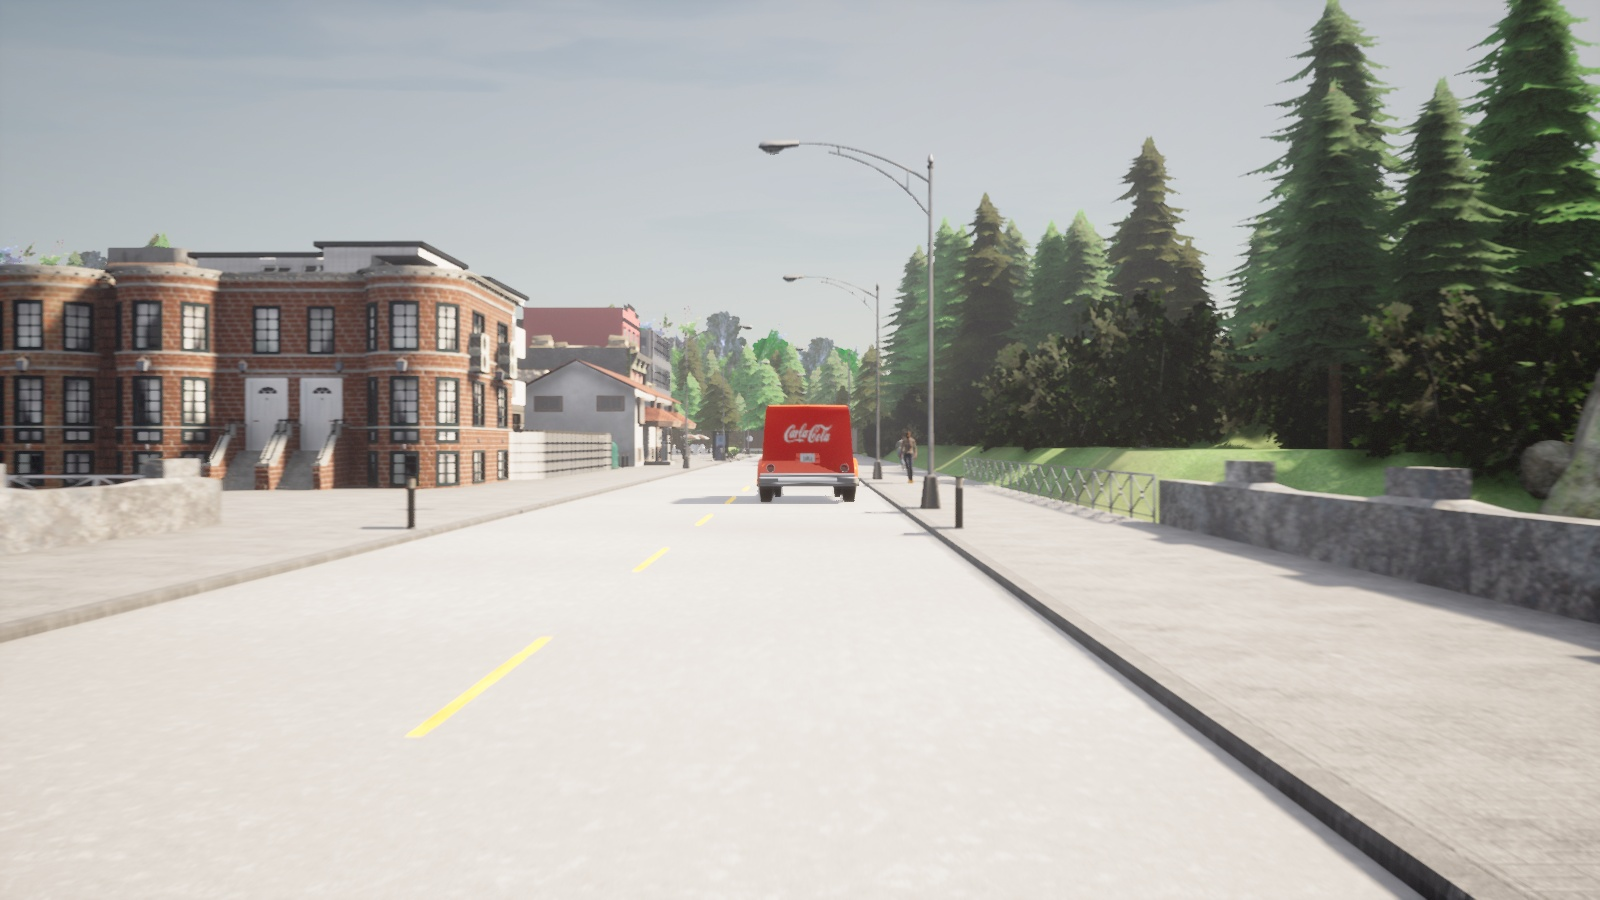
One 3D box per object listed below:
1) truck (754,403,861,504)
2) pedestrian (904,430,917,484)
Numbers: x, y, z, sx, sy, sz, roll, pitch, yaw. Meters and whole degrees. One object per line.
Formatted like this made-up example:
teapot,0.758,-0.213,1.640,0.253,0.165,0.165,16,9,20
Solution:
truck,0.206,0.073,33.521,2.627,2.467,5.204,0,0,0
pedestrian,3.704,0.224,42.182,0.328,1.805,0.869,0,0,11
